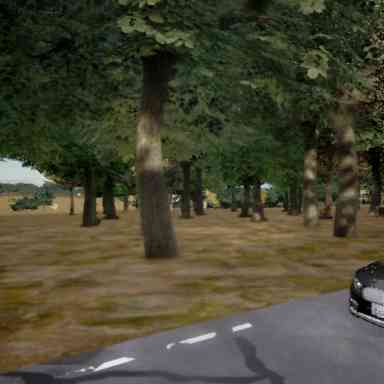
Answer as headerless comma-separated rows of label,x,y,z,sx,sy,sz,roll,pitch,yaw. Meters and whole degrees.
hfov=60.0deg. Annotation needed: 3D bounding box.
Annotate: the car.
car,4.969,1.478,5.949,4.902,1.511,2.128,0,0,-27
